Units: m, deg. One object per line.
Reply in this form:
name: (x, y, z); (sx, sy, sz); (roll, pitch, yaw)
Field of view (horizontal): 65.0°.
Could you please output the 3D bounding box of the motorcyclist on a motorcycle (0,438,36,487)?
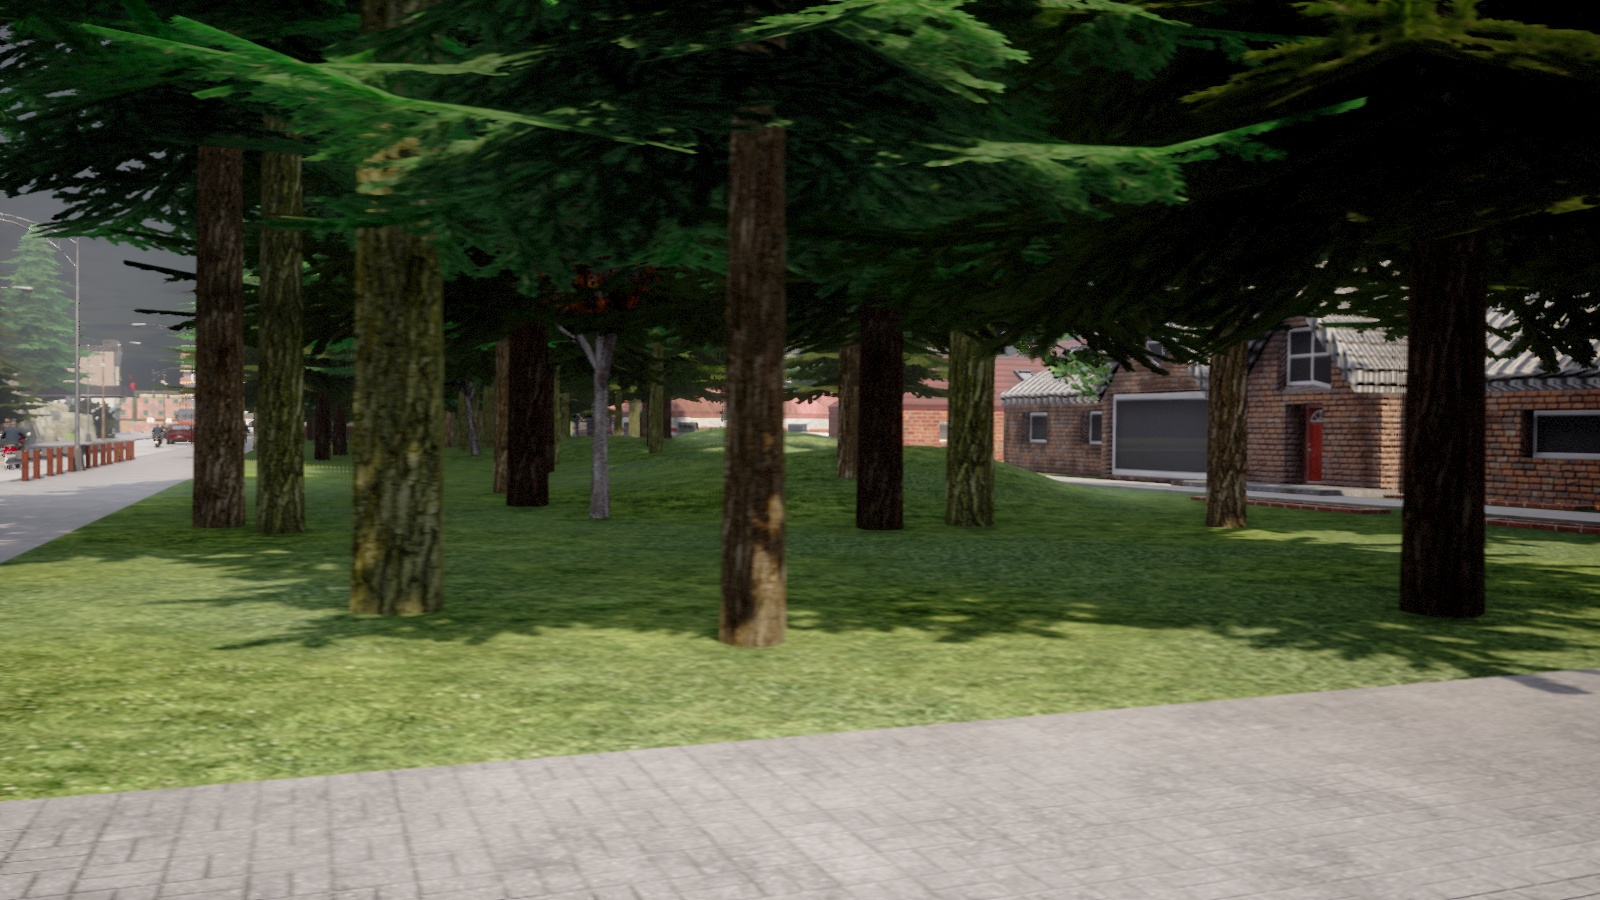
motorcyclist on a motorcycle: (-26.223, 0.417, 41.957); (0.866, 1.590, 1.817); (-1, 1, -22)
